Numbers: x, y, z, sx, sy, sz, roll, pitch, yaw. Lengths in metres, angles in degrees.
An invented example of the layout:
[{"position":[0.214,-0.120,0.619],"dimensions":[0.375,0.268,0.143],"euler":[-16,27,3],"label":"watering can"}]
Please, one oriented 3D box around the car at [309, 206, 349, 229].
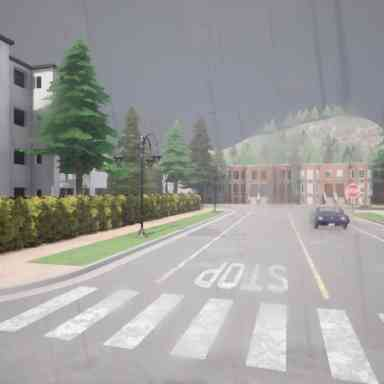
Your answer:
[{"position":[8.667,1.588,21.434],"dimensions":[1.895,1.301,4.718],"euler":[0,0,15],"label":"car"}]
